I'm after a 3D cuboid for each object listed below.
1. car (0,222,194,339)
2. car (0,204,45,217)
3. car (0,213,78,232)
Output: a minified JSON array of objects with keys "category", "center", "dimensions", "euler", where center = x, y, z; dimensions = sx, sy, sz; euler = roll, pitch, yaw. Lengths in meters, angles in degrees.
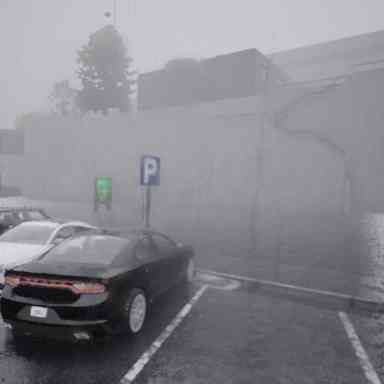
[{"category":"car","center":[-1.350,1.448,6.751],"dimensions":[2.097,1.535,5.008],"euler":[0,0,15]},{"category":"car","center":[-6.221,1.268,10.272],"dimensions":[2.185,1.767,4.553],"euler":[1,0,15]},{"category":"car","center":[-3.788,1.462,8.501],"dimensions":[2.002,1.452,4.674],"euler":[1,0,15]}]
